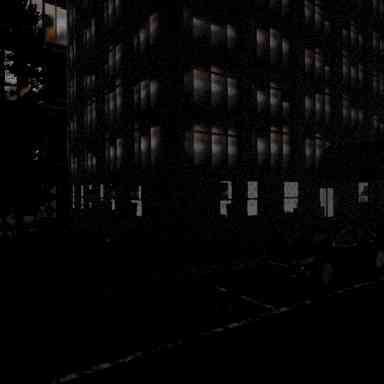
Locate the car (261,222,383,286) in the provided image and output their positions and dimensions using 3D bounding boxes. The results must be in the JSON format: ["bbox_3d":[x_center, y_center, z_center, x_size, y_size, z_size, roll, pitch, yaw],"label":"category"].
[{"bbox_3d":[3.807,1.549,9.308,4.403,1.369,2.008,0,-1,-36],"label":"car"}]
